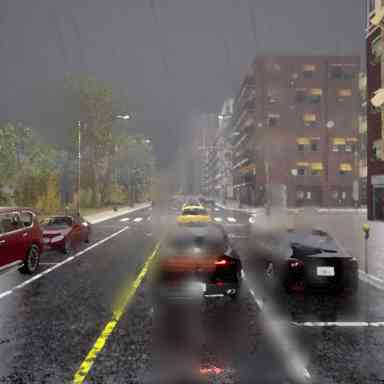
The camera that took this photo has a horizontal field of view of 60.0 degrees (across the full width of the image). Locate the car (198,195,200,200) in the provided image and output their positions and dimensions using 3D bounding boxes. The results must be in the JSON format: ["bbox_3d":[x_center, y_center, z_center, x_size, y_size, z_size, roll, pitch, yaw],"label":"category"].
[{"bbox_3d":[2.693,1.621,69.376,1.802,1.307,4.206,1,0,0],"label":"car"}]

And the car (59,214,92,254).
[{"bbox_3d":[-5.285,1.585,13.422,1.802,1.307,4.206,1,0,0],"label":"car"}]

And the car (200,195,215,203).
[{"bbox_3d":[2.664,1.574,52.327,2.008,1.369,4.403,1,0,0],"label":"car"}]

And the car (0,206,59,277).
[{"bbox_3d":[-5.292,1.317,7.767,2.192,1.841,5.009,1,0,0],"label":"car"}]

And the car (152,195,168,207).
[{"bbox_3d":[-5.218,1.568,51.537,1.887,1.381,4.507,1,0,0],"label":"car"}]

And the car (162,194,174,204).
[{"bbox_3d":[-5.196,1.348,62.889,2.192,1.841,5.009,1,0,0],"label":"car"}]

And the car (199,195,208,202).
[{"bbox_3d":[2.714,1.492,80.743,1.967,1.590,4.097,1,0,0],"label":"car"}]

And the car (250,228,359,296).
[{"bbox_3d":[2.587,1.568,8.510,1.947,1.339,4.313,1,0,0],"label":"car"}]

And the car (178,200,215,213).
[{"bbox_3d":[0.132,1.461,19.060,1.801,1.575,5.366,0,0,0],"label":"car"}]

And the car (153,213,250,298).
[{"bbox_3d":[0.114,1.507,8.526,1.837,1.490,4.892,0,0,0],"label":"car"}]

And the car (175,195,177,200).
[{"bbox_3d":[-5.159,1.609,85.593,2.008,1.369,4.403,1,0,0],"label":"car"}]
